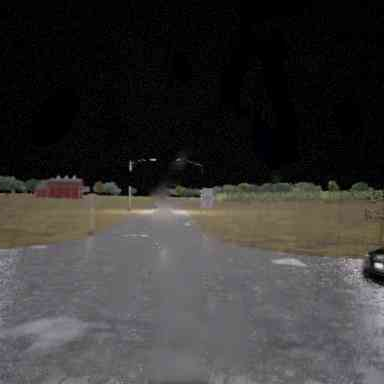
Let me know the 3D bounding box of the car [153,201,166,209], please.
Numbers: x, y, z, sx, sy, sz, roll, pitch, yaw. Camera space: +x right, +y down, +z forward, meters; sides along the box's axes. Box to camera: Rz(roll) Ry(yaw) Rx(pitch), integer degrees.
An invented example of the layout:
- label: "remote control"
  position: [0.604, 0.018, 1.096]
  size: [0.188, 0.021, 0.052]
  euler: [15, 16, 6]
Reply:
- label: "car"
  position: [-5.738, 2.323, 59.283]
  size: [1.994, 1.385, 4.181]
  euler: [1, -1, -3]

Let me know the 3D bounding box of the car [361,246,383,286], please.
- label: "car"
  position: [6.425, 1.736, 7.999]
  size: [4.181, 1.385, 1.994]
  euler: [0, -2, -3]
